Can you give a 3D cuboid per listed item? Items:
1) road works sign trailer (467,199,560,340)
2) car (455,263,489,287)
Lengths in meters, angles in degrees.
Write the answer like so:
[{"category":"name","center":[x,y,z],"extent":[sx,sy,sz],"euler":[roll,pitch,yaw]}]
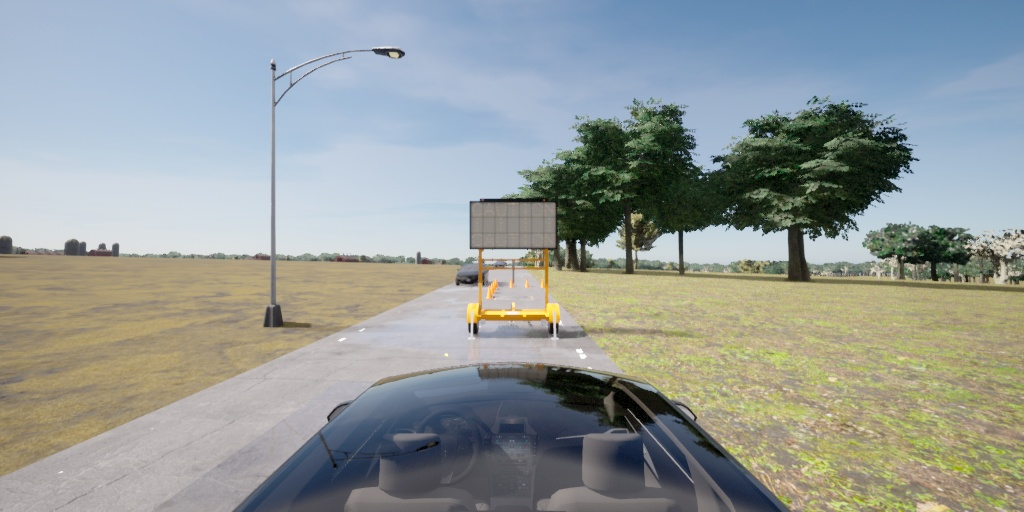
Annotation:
[{"category":"road works sign trailer","center":[0.040,0.219,9.972],"extent":[2.380,3.560,2.880],"euler":[0,0,0]},{"category":"car","center":[-2.694,1.258,24.891],"extent":[1.882,1.535,5.008],"euler":[0,0,0]}]
